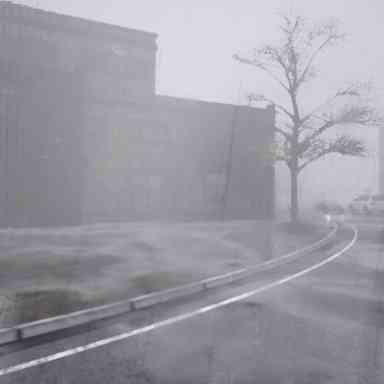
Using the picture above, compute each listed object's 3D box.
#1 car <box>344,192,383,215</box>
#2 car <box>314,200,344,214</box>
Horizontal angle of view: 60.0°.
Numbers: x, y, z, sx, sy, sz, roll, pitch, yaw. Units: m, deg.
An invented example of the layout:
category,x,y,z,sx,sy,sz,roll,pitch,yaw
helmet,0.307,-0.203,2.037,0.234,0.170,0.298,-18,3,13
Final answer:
category,x,y,z,sx,sy,sz,roll,pitch,yaw
car,18.189,1.283,34.154,2.150,2.045,5.566,1,0,3
car,14.811,1.570,36.174,1.812,1.442,4.674,1,0,-1
